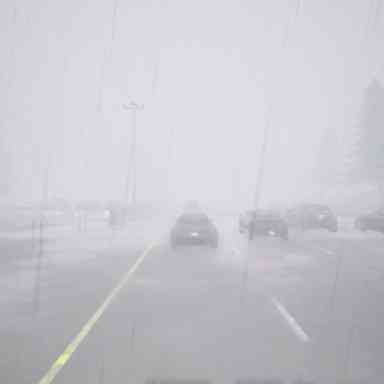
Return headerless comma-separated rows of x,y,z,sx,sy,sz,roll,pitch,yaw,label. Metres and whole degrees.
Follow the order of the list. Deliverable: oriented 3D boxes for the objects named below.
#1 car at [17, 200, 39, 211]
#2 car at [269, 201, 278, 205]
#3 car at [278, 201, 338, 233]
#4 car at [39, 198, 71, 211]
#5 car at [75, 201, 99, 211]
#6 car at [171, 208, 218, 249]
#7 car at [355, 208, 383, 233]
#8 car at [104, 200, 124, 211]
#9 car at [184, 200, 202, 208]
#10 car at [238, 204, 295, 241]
-21.079,1.755,43.712,1.812,1.442,4.674,0,0,0,car
10.579,1.781,41.296,1.994,1.385,4.181,0,0,0,car
7.091,1.460,20.489,2.097,1.767,4.553,0,0,0,car
-17.584,1.581,43.575,2.097,1.767,4.553,0,0,0,car
-14.074,1.837,44.862,1.895,1.301,4.718,0,0,1,car
0.095,1.644,15.096,1.994,1.385,4.181,0,0,0,car
10.547,1.586,17.742,2.128,1.511,4.902,0,0,0,car
-10.579,1.803,45.452,1.994,1.385,4.181,0,0,0,car
0.083,1.721,40.832,1.837,1.490,4.892,0,0,0,car
3.593,1.599,17.371,1.837,1.490,4.892,0,0,0,car
